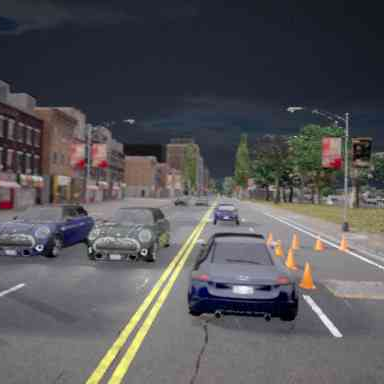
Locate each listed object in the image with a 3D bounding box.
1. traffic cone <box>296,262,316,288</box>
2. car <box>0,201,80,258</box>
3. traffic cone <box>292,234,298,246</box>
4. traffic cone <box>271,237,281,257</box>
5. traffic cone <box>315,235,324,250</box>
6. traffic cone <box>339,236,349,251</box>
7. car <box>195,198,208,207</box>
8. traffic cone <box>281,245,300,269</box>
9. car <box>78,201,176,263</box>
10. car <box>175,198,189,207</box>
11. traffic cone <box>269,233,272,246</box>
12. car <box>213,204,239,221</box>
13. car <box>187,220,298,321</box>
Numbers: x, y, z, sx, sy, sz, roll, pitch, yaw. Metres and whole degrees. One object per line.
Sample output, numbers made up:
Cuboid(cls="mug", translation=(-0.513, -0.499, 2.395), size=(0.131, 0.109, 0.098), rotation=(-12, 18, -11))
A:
Cuboid(cls="traffic cone", translation=(2.855, 2.037, 8.225), size=(0.340, 0.580, 0.340), rotation=(1, 0, 5))
Cuboid(cls="car", translation=(-5.273, 1.246, 12.282), size=(2.097, 1.767, 4.553), rotation=(1, 0, 5))
Cuboid(cls="traffic cone", translation=(4.376, 2.082, 14.115), size=(0.340, 0.580, 0.340), rotation=(1, 0, 5))
Cuboid(cls="traffic cone", translation=(3.205, 2.051, 12.210), size=(0.340, 0.580, 0.340), rotation=(1, 0, 5))
Cuboid(cls="traffic cone", translation=(5.372, 2.105, 14.027), size=(0.340, 0.580, 0.340), rotation=(1, 0, 5))
Cuboid(cls="traffic cone", translation=(6.368, 2.129, 13.939), size=(0.340, 0.580, 0.340), rotation=(1, 0, 5))
Cuboid(cls="car", translation=(1.594, 1.664, 52.927), size=(1.994, 1.385, 4.181), rotation=(1, 0, 5))
Cuboid(cls="traffic cone", translation=(3.030, 2.044, 10.217), size=(0.340, 0.580, 0.340), rotation=(1, 0, 5))
Cuboid(cls="car", translation=(-2.038, 1.323, 11.990), size=(2.097, 1.767, 4.553), rotation=(1, 0, 5))
Cuboid(cls="car", translation=(-1.691, 1.623, 52.706), size=(1.895, 1.301, 4.718), rotation=(1, 0, 5))
Cuboid(cls="traffic cone", translation=(3.380, 2.058, 14.202), size=(0.340, 0.580, 0.340), rotation=(1, 0, 5))
Cuboid(cls="car", translation=(2.610, 1.625, 25.519), size=(1.812, 1.442, 4.674), rotation=(1, 0, 5))
Cuboid(cls="car", translation=(1.026, 1.601, 7.515), size=(1.994, 1.385, 4.181), rotation=(1, 0, 5))
